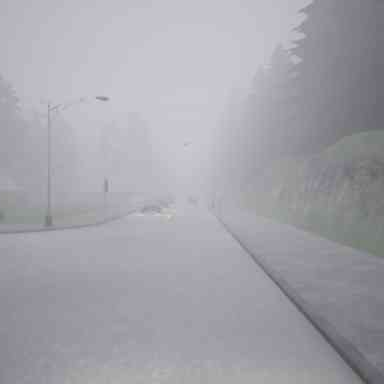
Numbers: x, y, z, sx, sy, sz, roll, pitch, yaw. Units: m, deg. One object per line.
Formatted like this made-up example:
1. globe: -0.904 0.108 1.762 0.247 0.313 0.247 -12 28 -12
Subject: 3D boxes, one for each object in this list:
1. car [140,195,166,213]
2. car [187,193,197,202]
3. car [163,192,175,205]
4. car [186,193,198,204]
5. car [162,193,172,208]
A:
1. car: -4.101 1.383 34.626 1.812 1.442 4.674 0 0 0
2. car: -0.033 1.069 69.564 2.097 1.767 4.553 0 0 0
3. car: -4.068 0.992 55.596 2.150 2.045 5.566 0 0 0
4. car: 0.074 1.244 56.840 1.882 1.535 5.008 0 0 0
5. car: -4.112 1.293 44.917 1.882 1.535 5.008 0 0 0
